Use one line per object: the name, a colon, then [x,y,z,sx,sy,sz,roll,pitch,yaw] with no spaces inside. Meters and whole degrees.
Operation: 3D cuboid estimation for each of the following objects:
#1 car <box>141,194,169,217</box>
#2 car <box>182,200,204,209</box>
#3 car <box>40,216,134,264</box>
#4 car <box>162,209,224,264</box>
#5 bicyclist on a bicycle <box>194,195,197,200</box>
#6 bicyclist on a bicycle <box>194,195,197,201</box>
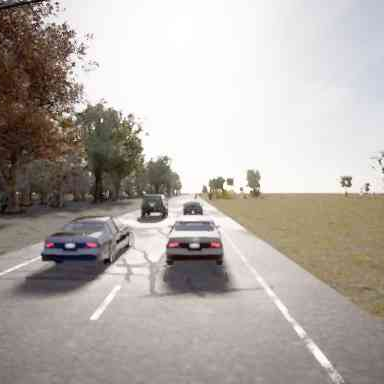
car: [-3.403,1.244,31.228,2.150,2.045,5.566,0,0,0]
car: [0.096,1.527,32.204,1.837,1.490,4.892,0,0,0]
car: [-3.414,1.556,11.847,2.033,1.411,5.357,0,0,0]
car: [0.086,1.556,11.877,2.033,1.411,5.357,0,0,0]
bicyclist on a bicycle: [0.970,1.513,81.686,0.582,1.620,1.656,0,0,0]
bicyclist on a bicycle: [0.967,1.507,90.685,0.866,1.612,1.509,0,0,0]
